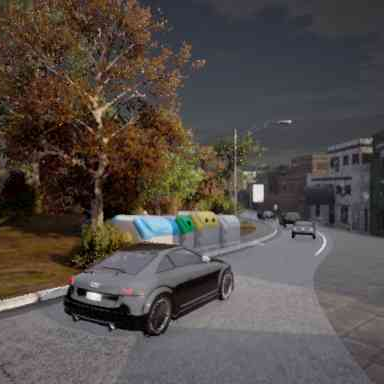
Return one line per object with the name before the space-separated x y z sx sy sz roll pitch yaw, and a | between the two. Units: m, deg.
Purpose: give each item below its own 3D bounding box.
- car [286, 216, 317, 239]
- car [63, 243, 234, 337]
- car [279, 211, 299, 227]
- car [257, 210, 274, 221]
car | 9.296 3.027 27.631 2.033 1.411 5.357 0 -3 20
car | -0.639 1.822 7.289 1.994 1.385 4.181 -1 -3 30
car | 12.753 3.498 43.606 2.150 2.045 5.566 0 -2 7
car | 12.741 3.971 57.966 2.097 1.767 4.553 0 -1 -4
